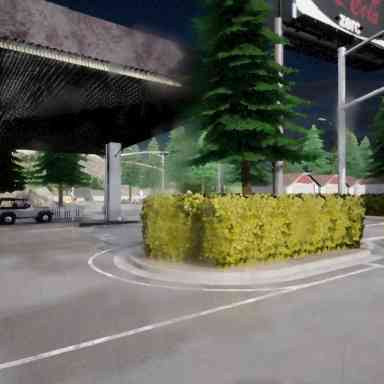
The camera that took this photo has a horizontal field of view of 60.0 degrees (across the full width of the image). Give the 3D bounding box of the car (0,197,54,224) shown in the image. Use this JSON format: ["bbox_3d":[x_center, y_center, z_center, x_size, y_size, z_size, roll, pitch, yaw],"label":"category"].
[{"bbox_3d":[-11.935,1.313,23.504,3.866,1.878,1.905,0,0,-36],"label":"car"}]
